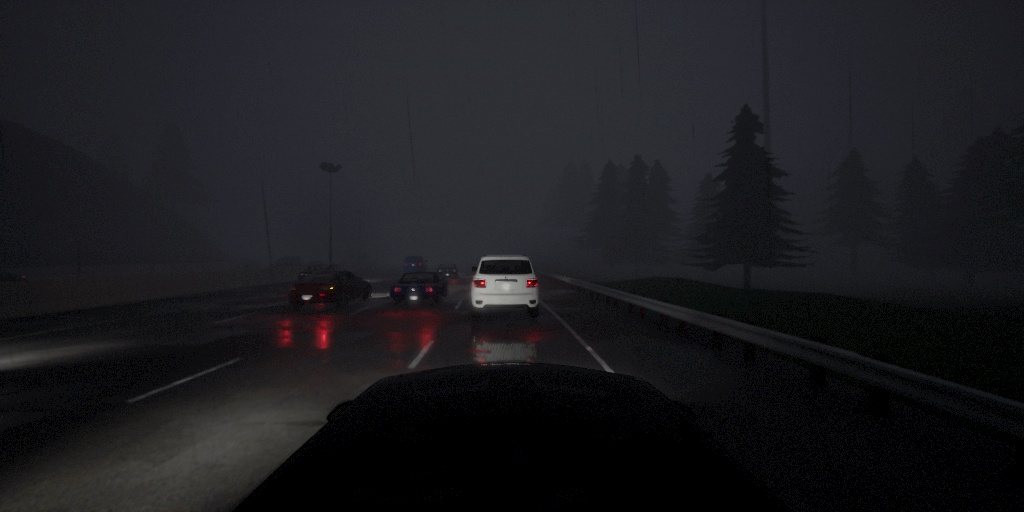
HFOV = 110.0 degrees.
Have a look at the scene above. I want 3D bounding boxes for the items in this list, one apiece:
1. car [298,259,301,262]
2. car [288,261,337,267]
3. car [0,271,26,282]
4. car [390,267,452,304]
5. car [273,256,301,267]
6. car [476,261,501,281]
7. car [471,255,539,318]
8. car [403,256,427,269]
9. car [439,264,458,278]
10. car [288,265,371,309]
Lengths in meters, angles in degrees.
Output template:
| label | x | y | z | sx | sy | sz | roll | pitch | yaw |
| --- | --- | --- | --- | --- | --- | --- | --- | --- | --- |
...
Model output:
| label | x | y | z | sx | sy | sz | roll | pitch | yaw |
| --- | --- | --- | --- | --- | --- | --- | --- | --- | --- |
| car | -27.351 | 1.358 | 49.821 | 2.033 | 1.411 | 5.357 | 0 | 0 | -14 |
| car | -11.636 | 1.267 | 22.679 | 2.128 | 1.511 | 4.902 | 0 | 0 | -6 |
| car | -29.050 | 1.374 | 19.029 | 1.994 | 1.385 | 4.181 | 0 | 0 | -6 |
| car | -4.023 | 1.361 | 16.347 | 1.895 | 1.301 | 4.718 | 0 | 0 | -4 |
| car | -30.965 | 1.038 | 49.736 | 2.150 | 2.045 | 5.566 | 0 | 0 | -14 |
| car | -2.174 | 1.263 | 31.525 | 1.837 | 1.490 | 4.892 | 0 | 0 | -8 |
| car | -0.313 | 0.974 | 13.269 | 2.150 | 2.045 | 5.566 | 0 | 0 | -3 |
| car | -10.396 | 0.997 | 38.571 | 2.150 | 2.045 | 5.566 | 0 | 0 | -10 |
| car | -6.085 | 1.367 | 34.115 | 1.895 | 1.301 | 4.718 | 0 | 0 | -9 |
| car | -7.449 | 1.292 | 15.024 | 1.812 | 1.442 | 4.674 | 0 | 0 | -4 |
